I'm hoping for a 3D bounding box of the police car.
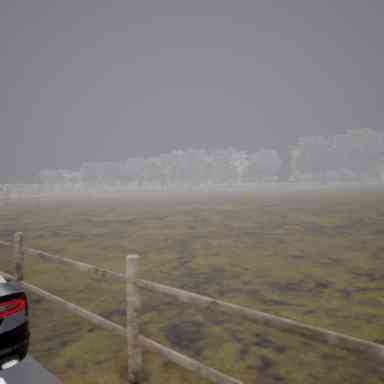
[{"bbox_3d":[-4.236,1.461,4.994,5.238,1.638,1.930,-1,1,43],"label":"police car"}]
